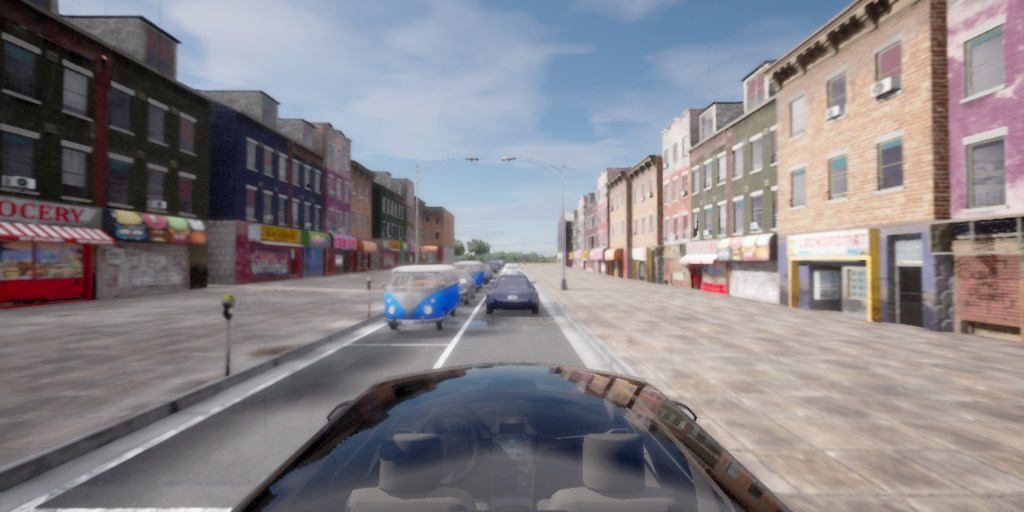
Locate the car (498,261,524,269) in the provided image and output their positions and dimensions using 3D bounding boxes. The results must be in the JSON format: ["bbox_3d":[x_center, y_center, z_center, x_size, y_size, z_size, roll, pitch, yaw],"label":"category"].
[{"bbox_3d":[0.034,1.407,29.881,1.812,1.442,4.674,0,0,0],"label":"car"}]

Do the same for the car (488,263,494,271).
[{"bbox_3d":[-2.649,1.448,27.799,1.948,1.339,4.313,0,0,0],"label":"car"}]

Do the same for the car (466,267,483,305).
[{"bbox_3d":[-2.644,1.411,16.705,2.007,1.370,4.403,0,0,0],"label":"car"}]

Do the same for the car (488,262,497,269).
[{"bbox_3d":[-2.651,1.459,33.341,1.802,1.307,4.207,0,0,0],"label":"car"}]

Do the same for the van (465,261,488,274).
[{"bbox_3d":[-2.647,1.219,22.252,1.690,1.789,3.998,0,0,0],"label":"van"}]

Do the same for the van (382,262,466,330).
[{"bbox_3d":[-2.642,1.172,11.157,1.690,1.789,3.998,0,0,0],"label":"van"}]

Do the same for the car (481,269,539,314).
[{"bbox_3d":[0.039,1.415,14.466,1.994,1.385,4.181,0,0,1],"label":"car"}]

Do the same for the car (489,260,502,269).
[{"bbox_3d":[-2.657,1.436,44.417,1.948,1.339,4.313,0,0,0],"label":"car"}]
